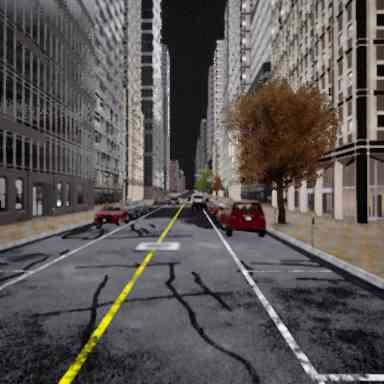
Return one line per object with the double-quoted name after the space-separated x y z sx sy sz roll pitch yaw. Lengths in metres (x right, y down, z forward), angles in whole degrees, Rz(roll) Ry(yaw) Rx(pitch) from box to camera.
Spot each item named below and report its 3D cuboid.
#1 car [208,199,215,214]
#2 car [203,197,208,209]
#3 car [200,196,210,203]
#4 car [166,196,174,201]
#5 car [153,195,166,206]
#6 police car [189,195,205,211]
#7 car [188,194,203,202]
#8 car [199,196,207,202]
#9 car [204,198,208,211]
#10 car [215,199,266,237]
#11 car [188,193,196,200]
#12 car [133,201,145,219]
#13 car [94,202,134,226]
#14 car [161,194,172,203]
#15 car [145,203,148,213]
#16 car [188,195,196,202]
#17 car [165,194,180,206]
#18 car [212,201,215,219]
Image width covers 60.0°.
2.684 1.598 29.555 1.887 1.381 4.507 0 0 0 "car"
2.679 1.592 41.076 1.752 1.417 4.829 0 0 0 "car"
2.668 1.641 69.281 1.947 1.339 4.313 0 0 0 "car"
-5.719 1.650 86.315 1.802 1.307 4.206 1 0 0 "car"
-5.708 1.620 57.937 1.887 1.381 4.507 0 0 0 "car"
0.883 1.493 42.251 1.930 1.638 5.238 0 0 0 "police car"
0.879 1.298 52.171 2.150 2.045 5.566 0 0 0 "car"
2.664 1.654 80.629 1.802 1.307 4.206 1 0 0 "car"
2.681 1.611 35.230 2.008 1.369 4.403 0 0 0 "car"
2.689 1.351 18.207 2.192 1.841 5.009 0 0 0 "car"
-0.037 1.291 92.594 2.097 1.767 4.553 0 0 0 "car"
-5.697 1.605 29.558 2.008 1.369 4.403 0 0 0 "car"
-5.695 1.591 23.883 1.887 1.381 4.507 0 0 0 "car"
-5.712 1.389 74.965 2.192 1.841 5.009 0 0 0 "car"
-5.699 1.612 35.233 2.008 1.369 4.403 0 0 0 "car"
-0.032 1.446 77.623 1.837 1.490 4.892 0 0 0 "car"
-3.084 1.600 57.008 1.812 1.442 4.674 0 0 0 "car"
2.686 1.571 24.051 1.752 1.417 4.829 0 0 0 "car"
